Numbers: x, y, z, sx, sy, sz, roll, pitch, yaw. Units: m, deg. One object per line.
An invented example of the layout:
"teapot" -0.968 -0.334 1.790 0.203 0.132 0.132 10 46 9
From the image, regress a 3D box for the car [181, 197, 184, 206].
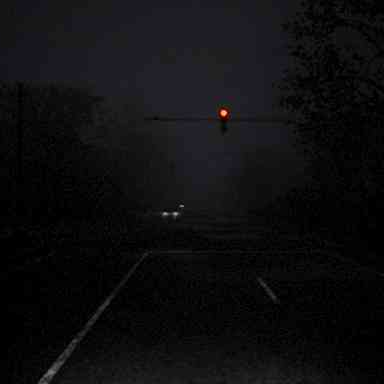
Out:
"car" -3.128 2.108 78.051 2.150 2.045 5.566 0 0 1

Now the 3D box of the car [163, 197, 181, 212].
"car" -3.413 2.146 53.607 2.150 2.045 5.566 0 0 0
